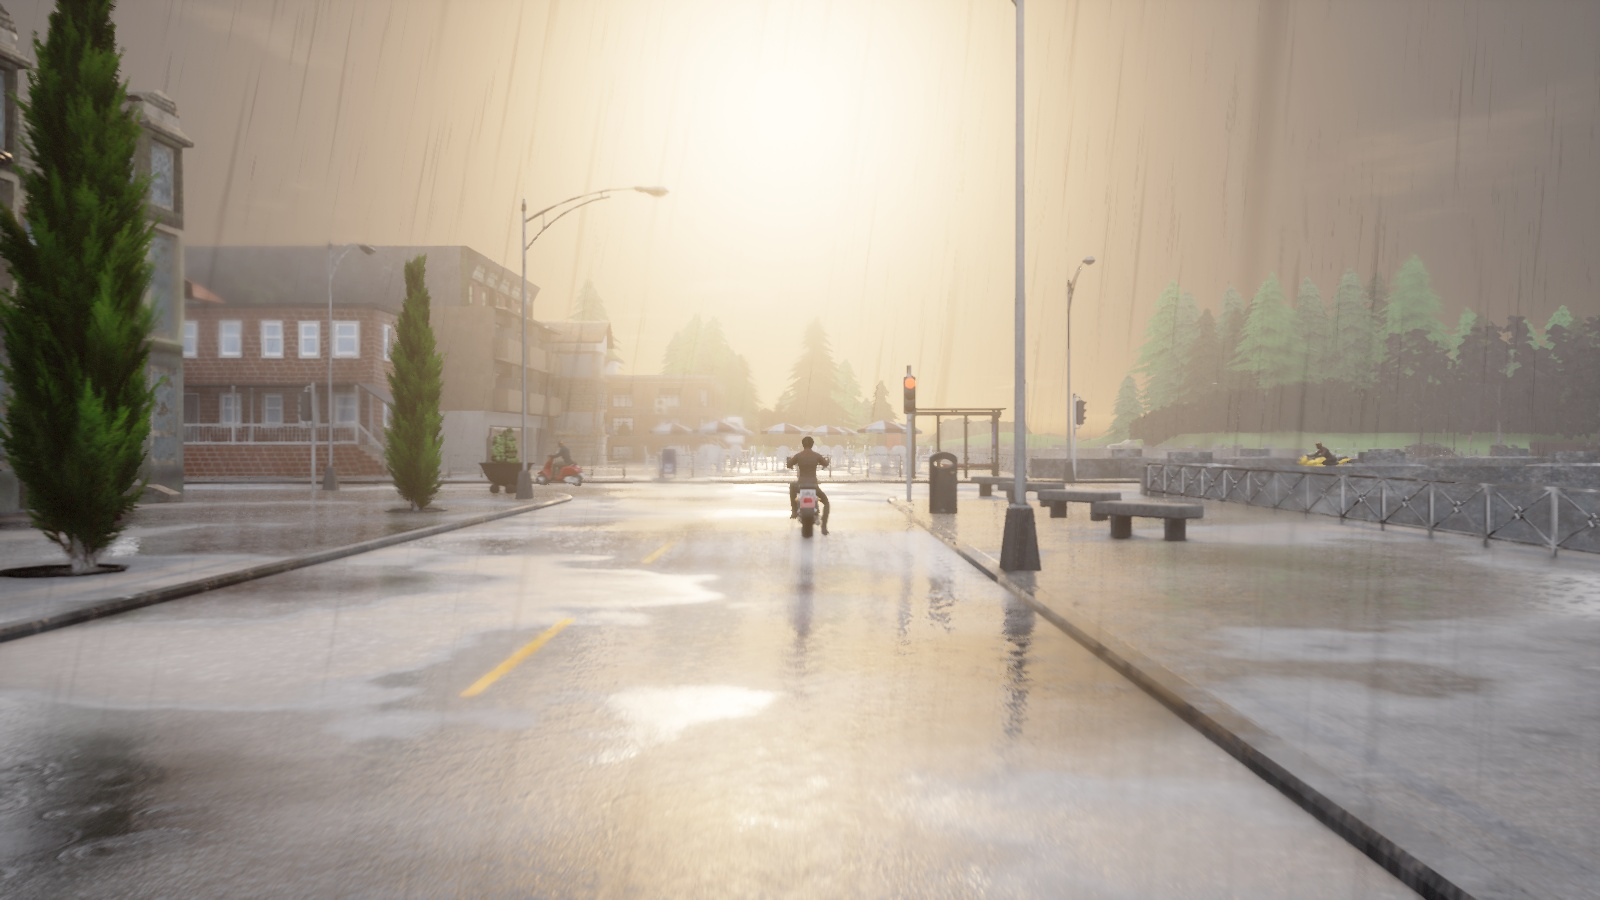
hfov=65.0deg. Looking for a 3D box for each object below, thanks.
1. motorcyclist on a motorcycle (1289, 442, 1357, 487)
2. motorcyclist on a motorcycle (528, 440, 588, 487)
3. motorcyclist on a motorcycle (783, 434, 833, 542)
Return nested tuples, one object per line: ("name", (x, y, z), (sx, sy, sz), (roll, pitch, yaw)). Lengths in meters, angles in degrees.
("motorcyclist on a motorcycle", (18.196, 0.496, 43.721), (2.044, 1.523, 0.797), (0, 0, 1))
("motorcyclist on a motorcycle", (-8.331, 0.449, 43.278), (1.817, 1.590, 0.866), (0, 2, 16))
("motorcyclist on a motorcycle", (0.128, 0.582, 20.343), (0.766, 1.649, 2.350), (0, 0, 0))
